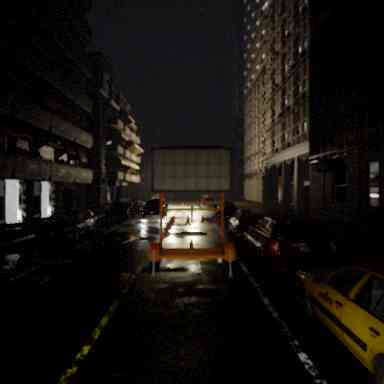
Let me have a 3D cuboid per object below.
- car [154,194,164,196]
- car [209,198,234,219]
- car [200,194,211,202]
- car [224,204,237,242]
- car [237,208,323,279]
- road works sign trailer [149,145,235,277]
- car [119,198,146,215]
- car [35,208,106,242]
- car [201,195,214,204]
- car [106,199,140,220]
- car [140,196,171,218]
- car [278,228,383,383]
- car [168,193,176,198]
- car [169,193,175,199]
[{"bbox_3d":[-5.695,1.136,55.040,1.967,1.590,4.097,0,0,0],"label":"car"},{"bbox_3d":[2.687,1.411,26.799,1.947,1.339,4.313,0,0,0],"label":"car"},{"bbox_3d":[2.684,1.190,66.338,2.008,1.369,4.403,0,0,0],"label":"car"},{"bbox_3d":[2.688,1.459,15.502,2.008,1.369,4.403,0,0,0],"label":"car"},{"bbox_3d":[2.689,1.382,9.852,1.967,1.590,4.097,0,0,0],"label":"car"},{"bbox_3d":[-0.001,0.405,10.005,2.380,3.560,2.880,0,0,0],"label":"road works sign trailer"},{"bbox_3d":[-5.694,1.341,32.277,1.752,1.417,4.829,0,0,0],"label":"car"},{"bbox_3d":[-5.693,1.459,15.501,2.008,1.369,4.403,0,0,0],"label":"car"},{"bbox_3d":[2.685,1.241,55.041,1.887,1.381,4.507,0,0,0],"label":"car"},{"bbox_3d":[-5.694,1.411,26.798,1.947,1.339,4.313,0,0,0],"label":"car"},{"bbox_3d":[-3.101,1.343,28.052,1.837,1.490,4.892,0,0,0],"label":"car"},{"bbox_3d":[2.689,1.499,4.375,1.752,1.417,4.829,0,0,0],"label":"car"},{"bbox_3d":[-5.697,1.055,94.580,2.008,1.369,4.403,0,0,0],"label":"car"},{"bbox_3d":[-5.697,1.081,88.932,2.008,1.369,4.403,0,0,0],"label":"car"}]
